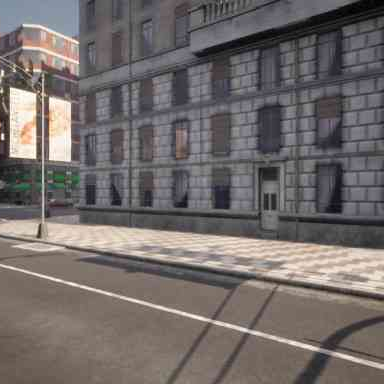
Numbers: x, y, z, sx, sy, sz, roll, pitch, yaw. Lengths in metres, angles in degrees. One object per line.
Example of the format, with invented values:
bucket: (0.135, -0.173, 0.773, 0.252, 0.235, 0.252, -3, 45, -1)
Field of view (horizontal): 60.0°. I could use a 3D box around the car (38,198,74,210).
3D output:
car: (-18.094, 1.526, 44.427, 1.812, 1.442, 4.674, 0, 0, 36)
